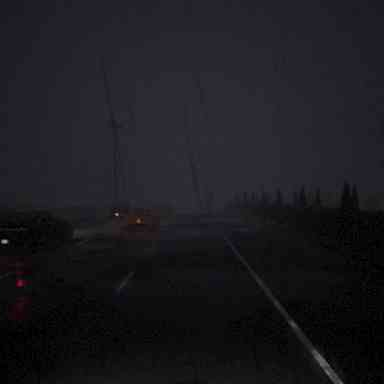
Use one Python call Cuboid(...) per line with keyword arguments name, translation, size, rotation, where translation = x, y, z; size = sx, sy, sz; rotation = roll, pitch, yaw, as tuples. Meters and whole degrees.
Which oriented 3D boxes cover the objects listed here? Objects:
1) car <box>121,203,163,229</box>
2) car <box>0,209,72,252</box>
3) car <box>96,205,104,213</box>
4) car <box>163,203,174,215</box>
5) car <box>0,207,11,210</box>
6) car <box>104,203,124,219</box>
Cuboid(name="car", translation=(-3.364, 1.710, 23.444), size=(1.882, 1.535, 5.008), rotation=(0, -1, 0))
Cuboid(name="car", translation=(-6.876, 1.636, 14.701), size=(2.128, 1.511, 4.902), rotation=(0, -1, 0))
Cuboid(name="car", translation=(-17.403, 3.531, 64.091), size=(2.150, 2.045, 5.566), rotation=(0, -7, 0))
Cuboid(name="car", translation=(-3.336, 2.022, 40.804), size=(1.994, 1.385, 4.181), rotation=(0, -2, 0))
Cuboid(name="car", translation=(-14.061, 1.798, 24.057), size=(1.994, 1.385, 4.181), rotation=(0, -1, 0))
Cuboid(name="car", translation=(-6.848, 1.828, 32.799), size=(1.837, 1.490, 4.892), rotation=(0, -1, 0))
